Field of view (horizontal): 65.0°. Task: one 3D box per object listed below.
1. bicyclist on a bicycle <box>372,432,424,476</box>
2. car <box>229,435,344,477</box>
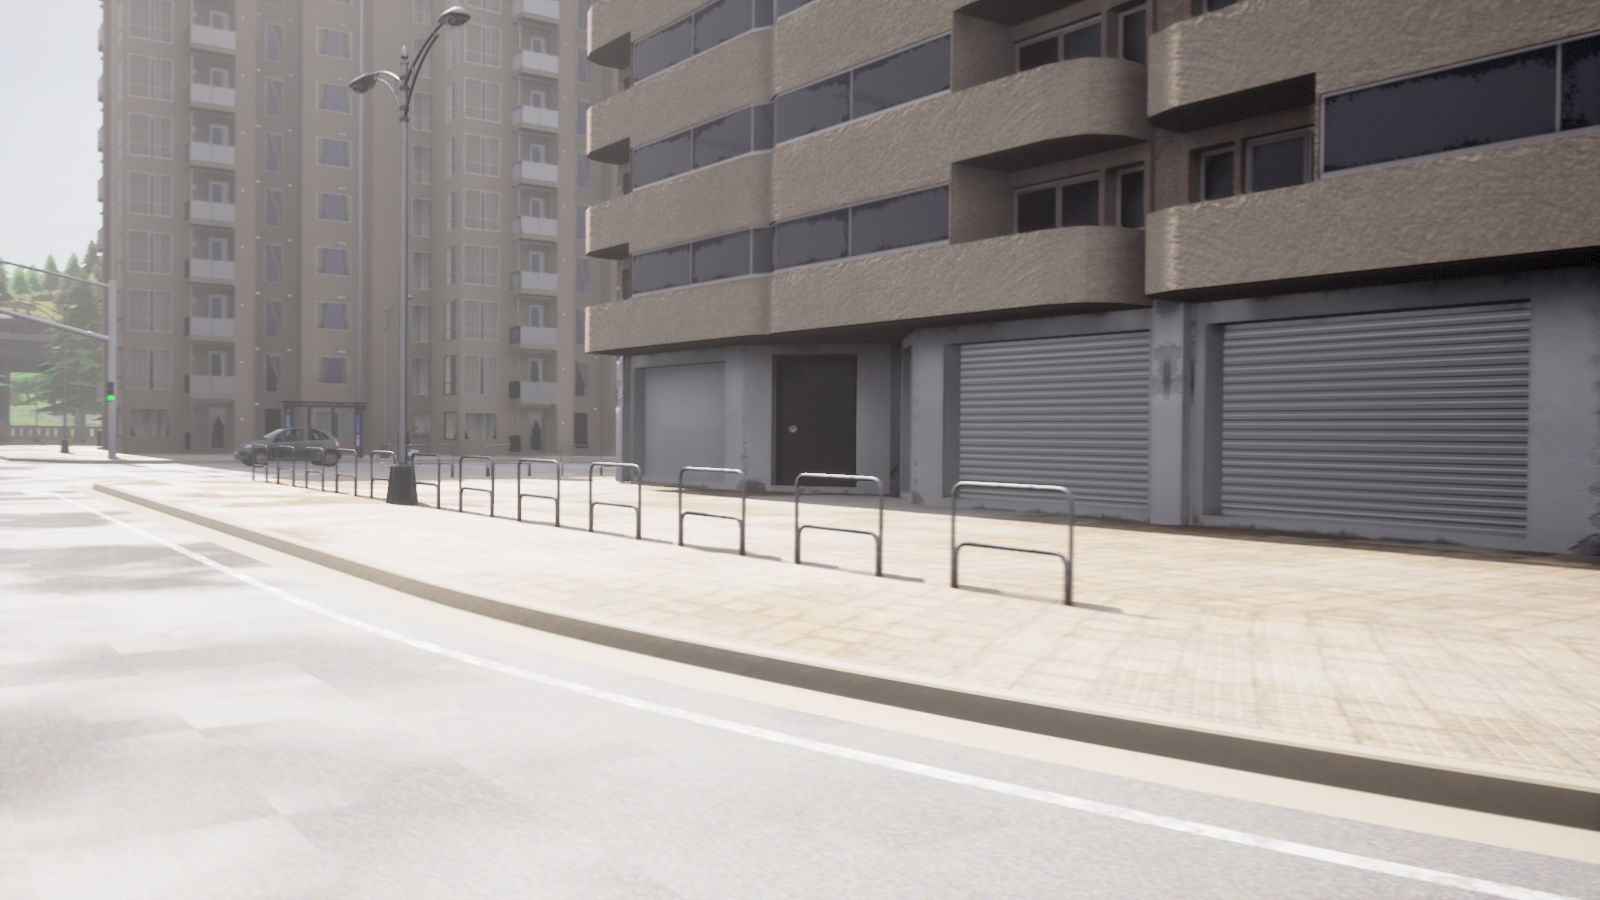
[{"bbox_3d":[-16.182,0.148,50.577,1.843,1.776,0.659,-1,1,-37],"label":"bicyclist on a bicycle"},{"bbox_3d":[-20.980,0.207,51.348,3.988,1.617,1.851,-1,1,-36],"label":"car"}]
